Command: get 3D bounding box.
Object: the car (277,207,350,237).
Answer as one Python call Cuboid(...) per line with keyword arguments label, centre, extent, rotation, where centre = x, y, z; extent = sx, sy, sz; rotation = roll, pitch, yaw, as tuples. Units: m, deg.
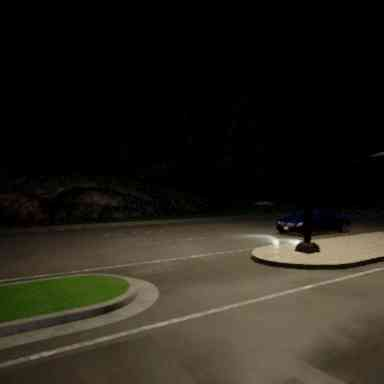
Cuboid(label="car", centre=(6.650, 1.539, 17.957), extent=(4.674, 1.442, 1.812), rotation=(0, 0, -34))
